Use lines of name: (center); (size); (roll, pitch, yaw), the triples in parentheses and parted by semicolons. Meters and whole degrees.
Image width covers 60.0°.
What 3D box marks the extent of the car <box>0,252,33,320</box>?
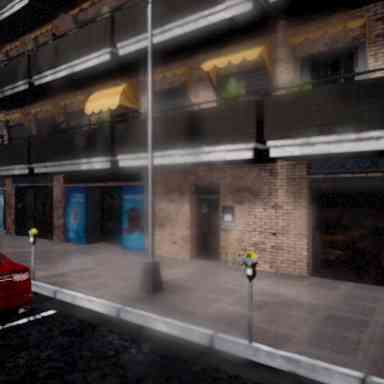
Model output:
car: (-4.858, 1.587, 6.369); (4.507, 1.381, 1.887); (0, 0, 36)
